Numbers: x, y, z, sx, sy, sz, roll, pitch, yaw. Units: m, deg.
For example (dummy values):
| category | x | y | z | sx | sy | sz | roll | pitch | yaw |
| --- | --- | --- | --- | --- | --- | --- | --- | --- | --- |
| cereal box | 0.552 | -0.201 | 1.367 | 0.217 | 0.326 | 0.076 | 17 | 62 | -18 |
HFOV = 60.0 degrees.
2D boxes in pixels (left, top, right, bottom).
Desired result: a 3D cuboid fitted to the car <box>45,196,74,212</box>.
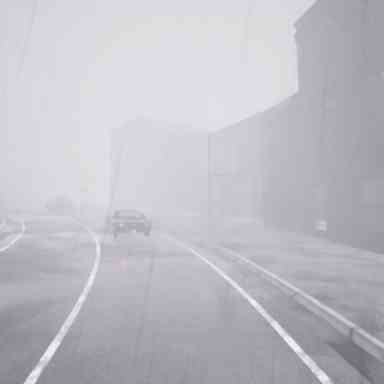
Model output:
| category | x | y | z | sx | sy | sz | roll | pitch | yaw |
| --- | --- | --- | --- | --- | --- | --- | --- | --- | --- |
| car | -14.646 | 1.251 | 36.612 | 2.097 | 1.767 | 4.553 | 3 | -1 | -36 |

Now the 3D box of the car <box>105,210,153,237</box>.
| category | x | y | z | sx | sy | sz | roll | pitch | yaw |
| --- | --- | --- | --- | --- | --- | --- | --- | --- | --- |
| car | -3.614 | 1.627 | 18.265 | 1.895 | 1.301 | 4.718 | 1 | 0 | -21 |
